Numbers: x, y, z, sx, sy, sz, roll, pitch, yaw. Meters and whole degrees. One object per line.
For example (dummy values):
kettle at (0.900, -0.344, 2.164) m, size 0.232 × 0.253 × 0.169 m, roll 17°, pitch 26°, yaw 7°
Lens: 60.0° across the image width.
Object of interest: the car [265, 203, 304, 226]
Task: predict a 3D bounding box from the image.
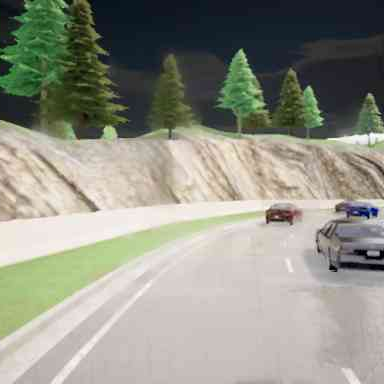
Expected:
car at (6.850, 1.522, 24.411) m, size 1.882 × 1.535 × 5.008 m, roll 0°, pitch 0°, yaw 29°

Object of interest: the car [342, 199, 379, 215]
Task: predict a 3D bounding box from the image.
car at (15.651, 1.595, 30.400) m, size 1.882 × 1.535 × 5.008 m, roll 0°, pitch 0°, yaw 41°

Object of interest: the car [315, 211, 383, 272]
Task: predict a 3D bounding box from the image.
car at (5.170, 1.586, 10.752) m, size 2.033 × 1.411 × 5.357 m, roll 0°, pitch 0°, yaw 15°

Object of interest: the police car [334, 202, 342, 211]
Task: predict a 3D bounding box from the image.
police car at (18.436, 1.640, 38.293) m, size 4.974 × 1.542 × 2.038 m, roll 1°, pitch 0°, yaw -41°
